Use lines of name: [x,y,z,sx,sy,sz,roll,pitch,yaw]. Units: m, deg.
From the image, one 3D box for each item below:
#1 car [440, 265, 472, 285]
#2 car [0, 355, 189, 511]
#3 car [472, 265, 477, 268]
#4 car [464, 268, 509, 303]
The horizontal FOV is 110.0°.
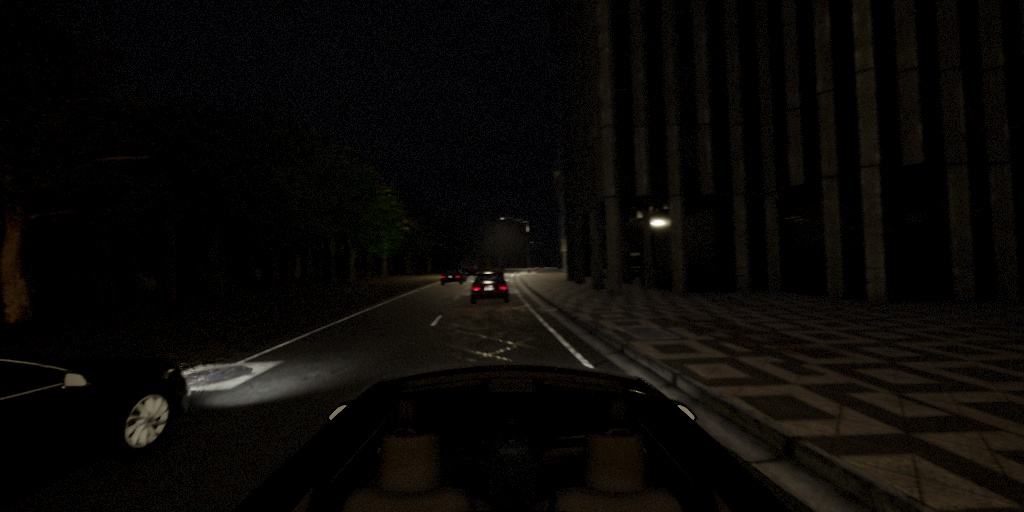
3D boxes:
car: [-5.156,1.801,32.280,2.033,1.411,5.357,-2,-1,-1]
car: [-4.681,1.391,2.332,1.837,1.490,4.892,-1,-1,-6]
car: [-5.233,1.874,44.765,1.882,1.535,5.008,-2,0,2]
car: [-1.123,1.540,18.464,2.033,1.411,5.357,-2,-1,-3]
